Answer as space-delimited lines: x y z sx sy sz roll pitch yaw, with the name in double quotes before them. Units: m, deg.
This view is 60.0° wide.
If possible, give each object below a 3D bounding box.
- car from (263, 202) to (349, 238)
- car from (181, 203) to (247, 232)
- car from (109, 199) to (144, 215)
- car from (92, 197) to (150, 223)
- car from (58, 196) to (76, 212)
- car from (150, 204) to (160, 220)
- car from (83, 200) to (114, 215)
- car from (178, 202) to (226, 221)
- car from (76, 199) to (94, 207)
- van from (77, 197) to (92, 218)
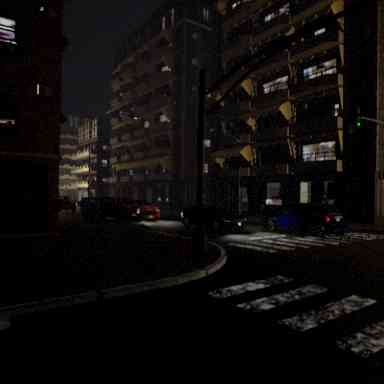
"car" 6.087 1.422 18.386 2.097 1.767 4.553 1 -1 -35
"car" 1.190 1.526 20.251 1.837 1.490 4.892 1 -1 -36
"car" -7.449 1.622 37.480 1.882 1.535 5.008 1 -1 -35
"car" -5.543 1.309 25.439 2.192 1.841 5.009 1 -1 -35
"car" -15.209 1.368 39.091 2.192 1.841 5.009 1 -1 -35
"car" -4.540 1.404 28.296 2.097 1.767 4.553 1 -1 -35
"car" -10.250 1.650 36.360 1.994 1.385 4.181 1 -1 -35
"car" 0.785 1.685 30.130 1.752 1.417 4.829 1 -1 -35
"car" -18.448 1.866 57.293 1.802 1.307 4.206 1 -1 -35
"van" -8.766 1.354 29.990 1.690 1.788 3.998 1 -1 -35
